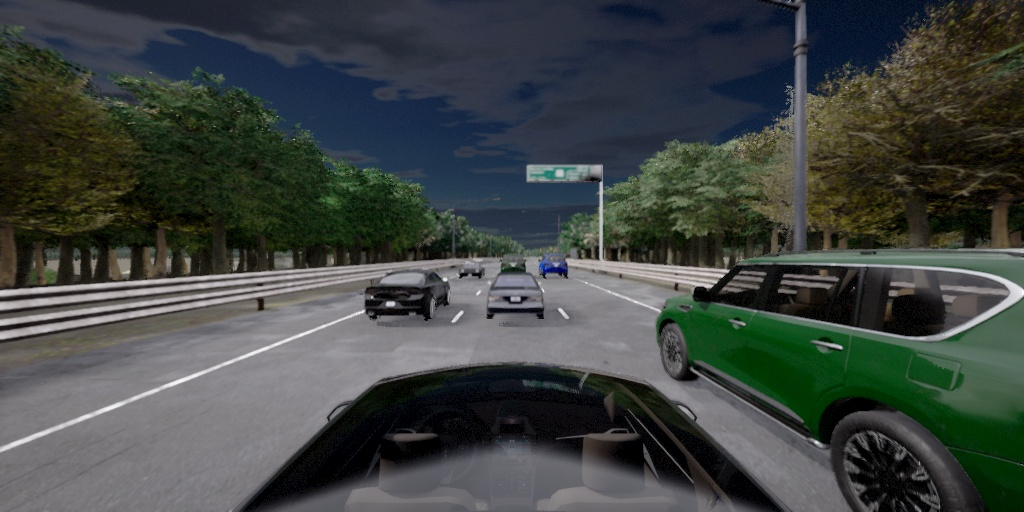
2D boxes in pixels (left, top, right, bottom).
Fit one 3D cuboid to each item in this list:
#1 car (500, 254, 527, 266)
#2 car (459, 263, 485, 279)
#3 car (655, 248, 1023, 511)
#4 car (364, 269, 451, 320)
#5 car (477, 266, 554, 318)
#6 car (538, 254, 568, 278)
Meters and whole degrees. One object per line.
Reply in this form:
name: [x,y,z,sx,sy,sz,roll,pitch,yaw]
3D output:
car: [0.102,0.864,31.751,2.150,2.045,5.566,0,0,0]
car: [-3.398,1.245,31.189,1.895,1.301,4.718,0,0,0]
car: [3.595,0.961,3.962,2.150,2.045,5.566,0,0,0]
car: [-3.399,1.185,12.514,1.882,1.535,5.008,0,0,0]
car: [0.102,1.255,12.669,2.033,1.411,5.357,0,0,0]
car: [3.602,0.863,31.845,2.150,2.045,5.566,0,0,0]
